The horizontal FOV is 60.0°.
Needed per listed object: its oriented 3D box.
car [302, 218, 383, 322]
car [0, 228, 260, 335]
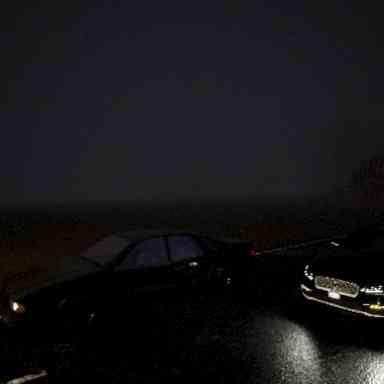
[{"bbox_3d":[4.238,1.312,6.721,4.892,1.490,1.837,-3,1,-36],"label":"car"},{"bbox_3d":[-0.977,1.523,6.985,5.357,1.411,2.033,-2,1,-35],"label":"car"}]
